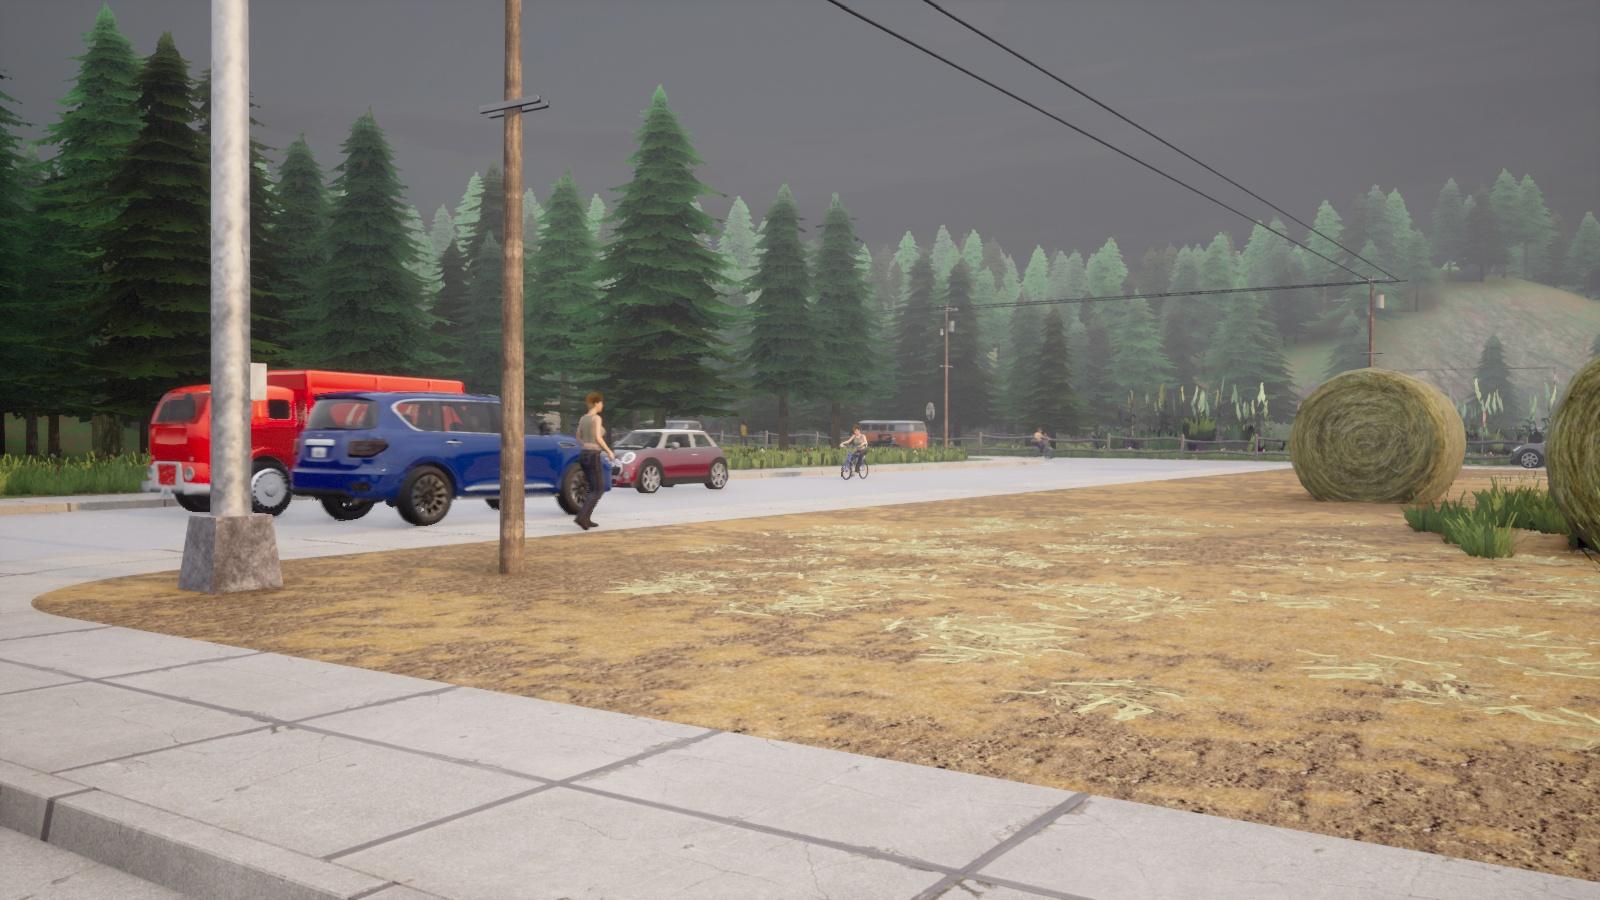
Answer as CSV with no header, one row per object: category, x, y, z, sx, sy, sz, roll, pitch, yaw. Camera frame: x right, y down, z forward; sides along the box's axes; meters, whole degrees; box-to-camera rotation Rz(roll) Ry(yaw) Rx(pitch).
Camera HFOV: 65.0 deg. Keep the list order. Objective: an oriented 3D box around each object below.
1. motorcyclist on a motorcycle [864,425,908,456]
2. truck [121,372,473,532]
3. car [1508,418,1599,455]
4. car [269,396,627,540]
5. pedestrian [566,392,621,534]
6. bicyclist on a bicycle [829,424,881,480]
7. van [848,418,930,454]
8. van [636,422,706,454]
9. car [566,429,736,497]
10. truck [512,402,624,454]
motorcyclist on a motorcycle,4.621,-0.525,67.633,2.350,1.649,0.766,0,1,37
truck,-8.731,0.016,22.299,2.627,2.467,5.204,0,0,35
car,31.403,-0.564,51.546,3.806,1.475,1.970,0,1,38
car,-5.560,0.197,20.708,2.150,2.045,5.566,0,1,34
pedestrian,-2.721,0.161,16.582,0.594,1.836,0.345,-1,1,-38
bicyclist on a bicycle,1.640,0.046,37.321,0.866,1.612,1.509,0,1,34
van,5.054,-0.796,71.701,4.442,1.987,1.775,0,1,37
van,-8.389,-0.790,81.490,4.442,1.987,1.775,0,1,36
car,-3.486,0.263,29.891,1.970,1.475,3.806,0,1,35
truck,-16.136,-1.525,87.062,7.936,3.462,2.891,0,1,36
